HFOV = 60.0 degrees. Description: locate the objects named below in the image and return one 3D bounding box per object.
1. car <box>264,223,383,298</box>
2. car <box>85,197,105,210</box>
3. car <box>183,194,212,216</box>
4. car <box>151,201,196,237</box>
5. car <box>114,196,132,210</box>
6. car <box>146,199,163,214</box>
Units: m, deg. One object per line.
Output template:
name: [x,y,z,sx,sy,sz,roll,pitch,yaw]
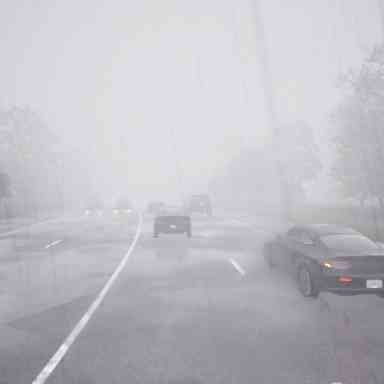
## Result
car: [3.224,1.520,8.406,1.812,1.442,4.674,0,0,-3]
car: [-12.442,1.380,42.757,2.097,1.767,4.553,0,0,-11]
car: [0.404,1.229,32.036,2.150,2.045,5.566,0,0,-10]
car: [-1.158,1.484,18.225,1.882,1.535,5.008,0,0,-6]
car: [-8.931,1.376,43.049,2.097,1.767,4.553,0,0,-11]
car: [-3.930,1.493,36.402,1.882,1.535,5.008,0,0,-10]
